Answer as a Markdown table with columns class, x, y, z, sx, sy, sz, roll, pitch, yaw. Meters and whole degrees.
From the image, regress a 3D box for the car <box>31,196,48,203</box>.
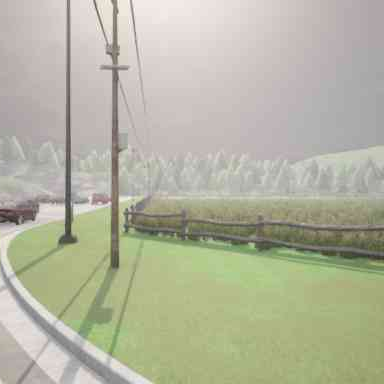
| class | x | y | z | sx | sy | sz | roll | pitch | yaw |
| --- | --- | --- | --- | --- | --- | --- | --- | --- | --- |
| car | -31.534 | 1.458 | 68.805 | 1.994 | 1.385 | 4.181 | 0 | 0 | -6 |

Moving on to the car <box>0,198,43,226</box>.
| class | x | y | z | sx | sy | sz | roll | pitch | yaw |
| --- | --- | --- | --- | --- | --- | --- | --- | --- | --- |
| car | -12.445 | 1.444 | 23.282 | 1.882 | 1.535 | 5.008 | 0 | 0 | -7 |

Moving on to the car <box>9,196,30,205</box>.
| class | x | y | z | sx | sy | sz | roll | pitch | yaw |
| --- | --- | --- | --- | --- | --- | --- | --- | --- | --- |
| car | -30.489 | 1.441 | 58.994 | 1.812 | 1.442 | 4.674 | 0 | 0 | -6 |

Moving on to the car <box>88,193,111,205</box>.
| class | x | y | z | sx | sy | sz | roll | pitch | yaw |
| --- | --- | --- | --- | --- | --- | --- | --- | --- | --- |
| car | -16.320 | 1.149 | 59.064 | 2.150 | 2.045 | 5.566 | 0 | 0 | -6 |

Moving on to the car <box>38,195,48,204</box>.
| class | x | y | z | sx | sy | sz | roll | pitch | yaw |
| --- | --- | --- | --- | --- | --- | --- | --- | --- | --- |
| car | -27.078 | 1.268 | 60.941 | 2.097 | 1.767 | 4.553 | 0 | 0 | -6 |

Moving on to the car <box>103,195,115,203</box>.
| class | x | y | z | sx | sy | sz | roll | pitch | yaw |
| --- | --- | --- | --- | --- | --- | --- | --- | --- | --- |
| car | -17.642 | 1.443 | 70.563 | 1.812 | 1.442 | 4.674 | 0 | 0 | -6 |

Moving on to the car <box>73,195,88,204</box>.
| class | x | y | z | sx | sy | sz | roll | pitch | yaw |
| --- | --- | --- | --- | --- | --- | --- | --- | --- | --- |
| car | -20.037 | 1.489 | 60.914 | 1.994 | 1.385 | 4.181 | 0 | 0 | -6 |

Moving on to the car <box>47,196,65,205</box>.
| class | x | y | z | sx | sy | sz | roll | pitch | yaw |
| --- | --- | --- | --- | --- | --- | --- | --- | --- | --- |
| car | -23.429 | 1.428 | 58.771 | 1.837 | 1.490 | 4.892 | 0 | 0 | -6 |

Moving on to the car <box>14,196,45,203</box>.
| class | x | y | z | sx | sy | sz | roll | pitch | yaw |
| --- | --- | --- | --- | --- | --- | --- | --- | --- | --- |
| car | -17.199 | 1.458 | 34.199 | 1.837 | 1.490 | 4.892 | 0 | 0 | -6 |
